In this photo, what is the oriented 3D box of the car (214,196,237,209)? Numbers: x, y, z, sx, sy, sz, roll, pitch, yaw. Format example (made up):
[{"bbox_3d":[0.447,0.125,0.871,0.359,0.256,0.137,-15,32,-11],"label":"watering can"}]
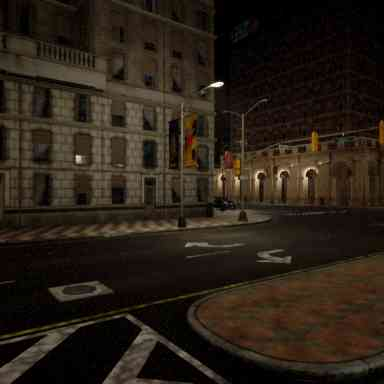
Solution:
[{"bbox_3d":[3.750,1.352,43.663,2.097,1.767,4.553,0,0,-36],"label":"car"}]
